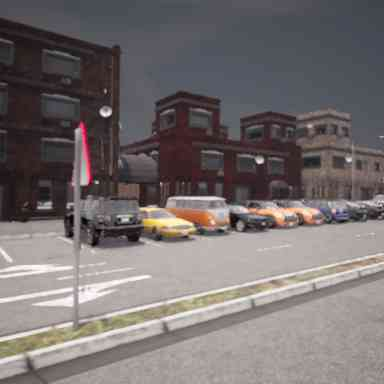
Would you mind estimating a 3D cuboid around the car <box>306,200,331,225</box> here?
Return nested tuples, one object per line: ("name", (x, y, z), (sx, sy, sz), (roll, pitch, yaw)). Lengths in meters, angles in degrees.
("car", (6.974, 1.361, 23.578), (2.185, 1.767, 4.553), (0, 0, -36))

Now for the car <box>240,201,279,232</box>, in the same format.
("car", (2.502, 1.480, 20.353), (2.097, 1.535, 5.008), (0, 0, -36))

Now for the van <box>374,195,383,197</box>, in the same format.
("van", (20.624, 1.305, 33.143), (1.878, 1.987, 4.442), (0, 0, -35))

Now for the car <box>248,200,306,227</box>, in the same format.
("car", (4.731, 1.357, 21.976), (2.185, 1.767, 4.553), (0, 0, -36))

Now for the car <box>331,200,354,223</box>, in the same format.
("car", (9.255, 1.365, 25.130), (2.185, 1.767, 4.553), (0, 0, -36))

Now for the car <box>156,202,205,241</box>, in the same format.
("car", (-1.875, 1.474, 16.992), (1.946, 1.575, 5.366), (0, 0, -36))

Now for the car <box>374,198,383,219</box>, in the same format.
("car", (13.727, 1.504, 28.355), (2.231, 1.521, 4.892), (0, 0, -36))

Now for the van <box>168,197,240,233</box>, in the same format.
("van", (0.329, 1.253, 18.651), (1.878, 1.987, 4.442), (0, 0, -36))

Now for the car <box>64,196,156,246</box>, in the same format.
("car", (-4.243, 1.225, 15.563), (2.435, 2.045, 5.566), (0, 0, -36))

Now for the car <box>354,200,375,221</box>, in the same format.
("car", (11.483, 1.498, 26.752), (2.231, 1.521, 4.892), (0, 0, -36))
